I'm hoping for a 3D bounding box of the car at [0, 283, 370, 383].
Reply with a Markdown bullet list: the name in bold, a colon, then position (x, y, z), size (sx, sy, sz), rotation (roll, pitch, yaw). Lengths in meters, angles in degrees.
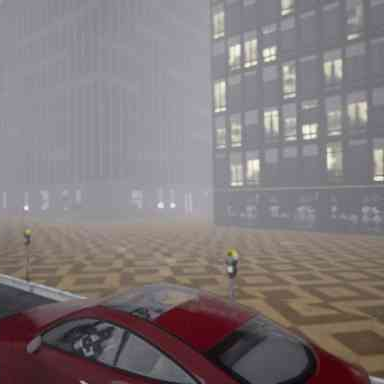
- **car**: position (-0.514, 1.605, 3.250), size (4.206, 1.307, 1.802), rotation (-1, -1, 35)
